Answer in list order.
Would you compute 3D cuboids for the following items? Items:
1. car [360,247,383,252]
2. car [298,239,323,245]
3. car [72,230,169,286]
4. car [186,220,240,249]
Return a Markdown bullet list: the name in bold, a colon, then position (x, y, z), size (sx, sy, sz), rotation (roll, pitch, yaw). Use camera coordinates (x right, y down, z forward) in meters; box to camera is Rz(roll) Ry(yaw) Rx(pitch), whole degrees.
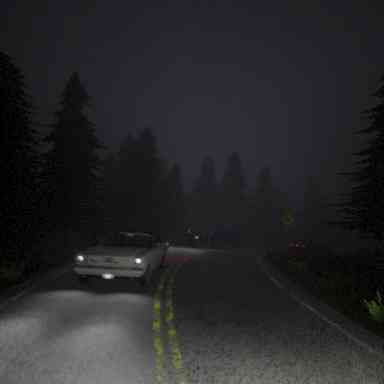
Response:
- **car**: position (21.868, 7.294, 39.544), size (5.008, 1.535, 1.882), rotation (11, -8, -36)
- **car**: position (11.468, 5.330, 32.083), size (5.357, 1.411, 2.033), rotation (13, -10, -41)
- **car**: position (-1.919, 1.873, 10.295), size (1.895, 1.301, 4.718), rotation (2, -3, 3)
- **car**: position (1.758, 3.139, 24.984), size (2.150, 2.045, 5.566), rotation (0, -9, 31)
